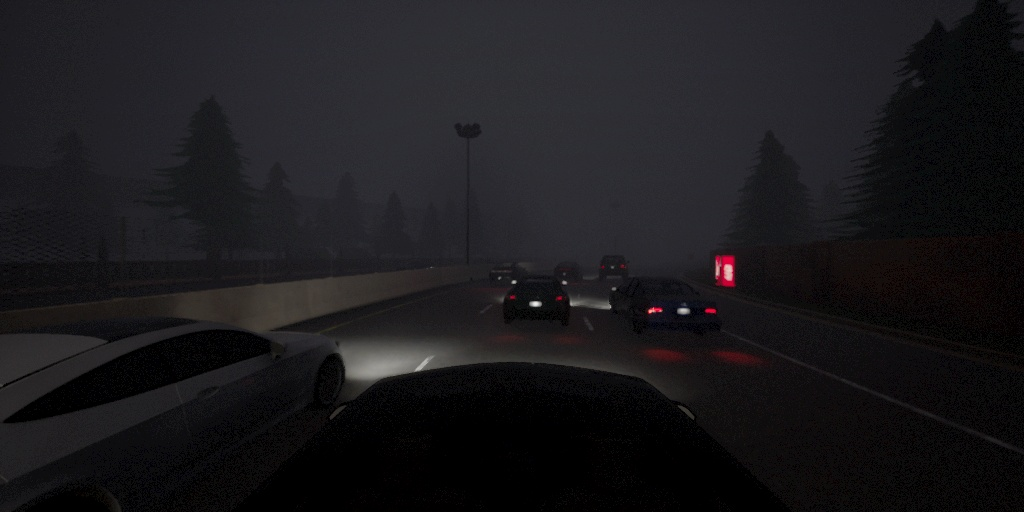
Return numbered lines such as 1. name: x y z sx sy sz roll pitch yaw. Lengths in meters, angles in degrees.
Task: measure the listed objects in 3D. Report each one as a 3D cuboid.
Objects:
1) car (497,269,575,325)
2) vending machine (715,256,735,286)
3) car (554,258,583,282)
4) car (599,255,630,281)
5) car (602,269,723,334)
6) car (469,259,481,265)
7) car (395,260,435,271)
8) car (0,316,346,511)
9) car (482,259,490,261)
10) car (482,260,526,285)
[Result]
1. car: 0.888 1.293 11.900 1.994 1.385 4.181 0 0 7
2. vending machine: 13.509 0.955 22.719 1.100 2.100 0.880 0 0 16
3. car: 4.644 1.182 29.137 1.882 1.535 5.008 0 0 17
4. car: 8.430 0.942 29.528 2.150 2.045 5.566 0 0 19
5. car: 4.164 1.295 10.615 2.033 1.411 5.357 0 0 6
6. car: -3.897 1.132 45.999 1.837 1.490 4.892 0 0 26
7. car: -10.520 1.161 39.372 2.033 1.411 5.357 0 0 20
8. car: -3.278 1.258 3.136 1.812 1.442 4.674 0 0 1
9. car: -1.272 1.192 43.438 2.033 1.411 5.357 0 0 25
10. car: -0.184 1.185 25.022 2.128 1.511 4.902 0 0 14
